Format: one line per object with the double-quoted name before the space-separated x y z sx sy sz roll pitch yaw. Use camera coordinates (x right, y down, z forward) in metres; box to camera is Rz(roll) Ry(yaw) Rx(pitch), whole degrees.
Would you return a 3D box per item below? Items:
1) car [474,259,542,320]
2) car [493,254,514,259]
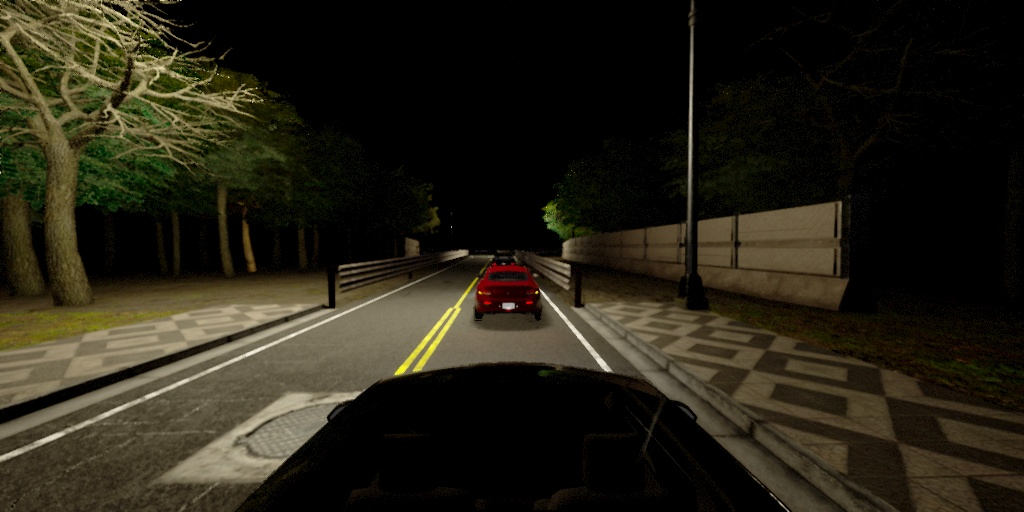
"car" -0.135 0.987 11.134 1.812 1.442 4.674 0 2 -1
"car" -0.618 0.546 26.333 2.033 1.411 5.357 0 2 -1
